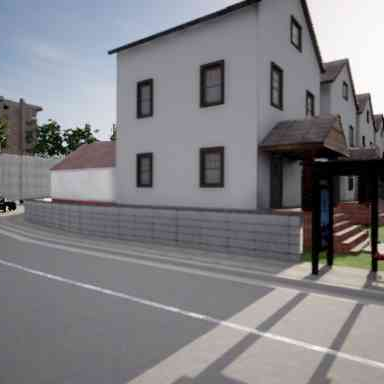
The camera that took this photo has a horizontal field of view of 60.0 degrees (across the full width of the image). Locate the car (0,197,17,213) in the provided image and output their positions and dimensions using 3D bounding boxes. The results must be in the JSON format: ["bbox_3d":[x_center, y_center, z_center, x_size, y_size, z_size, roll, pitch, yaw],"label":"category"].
[{"bbox_3d":[-19.099,1.274,33.436,2.128,1.511,4.902,0,0,-15],"label":"car"}]
